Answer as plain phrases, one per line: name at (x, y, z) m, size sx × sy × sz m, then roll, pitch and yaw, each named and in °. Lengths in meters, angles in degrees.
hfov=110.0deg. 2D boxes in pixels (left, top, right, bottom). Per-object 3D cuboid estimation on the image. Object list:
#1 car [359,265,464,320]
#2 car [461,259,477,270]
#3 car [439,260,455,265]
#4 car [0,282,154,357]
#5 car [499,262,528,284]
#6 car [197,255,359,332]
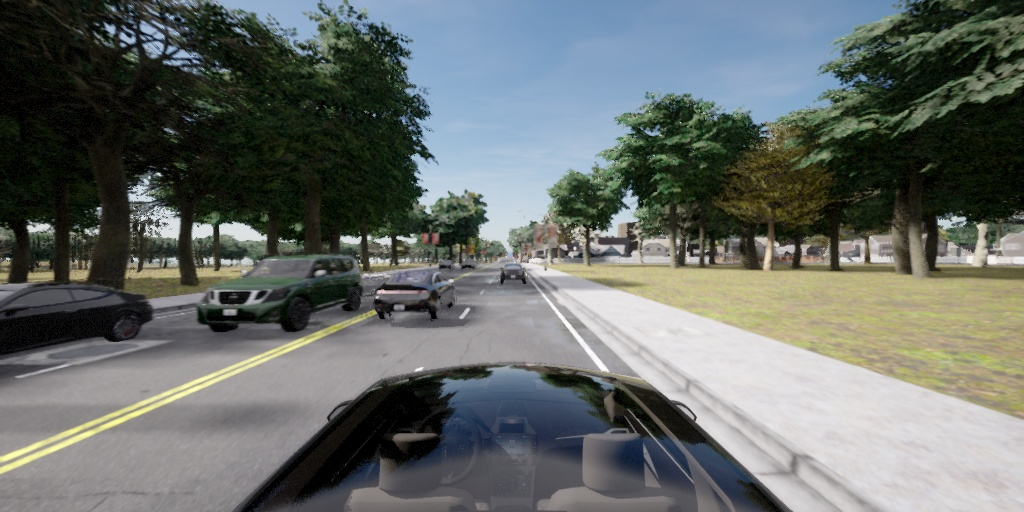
car at (-3.159, 1.240, 12.480) m, size 2.128 × 1.511 × 4.902 m, roll 0°, pitch 0°, yaw 0°
car at (-6.549, 1.244, 54.727) m, size 2.097 × 1.767 × 4.553 m, roll 0°, pitch 0°, yaw 0°
car at (-9.802, 1.339, 54.360) m, size 1.837 × 1.490 × 4.892 m, roll 0°, pitch -1°, yaw 0°
car at (-9.855, 1.275, 7.043) m, size 1.812 × 1.442 × 4.674 m, roll 0°, pitch 0°, yaw 0°
car at (0.077, 1.282, 27.302) m, size 1.812 × 1.442 × 4.674 m, roll 0°, pitch 0°, yaw 0°
car at (-6.608, 0.970, 11.166) m, size 2.150 × 2.045 × 5.566 m, roll 0°, pitch 0°, yaw 0°
